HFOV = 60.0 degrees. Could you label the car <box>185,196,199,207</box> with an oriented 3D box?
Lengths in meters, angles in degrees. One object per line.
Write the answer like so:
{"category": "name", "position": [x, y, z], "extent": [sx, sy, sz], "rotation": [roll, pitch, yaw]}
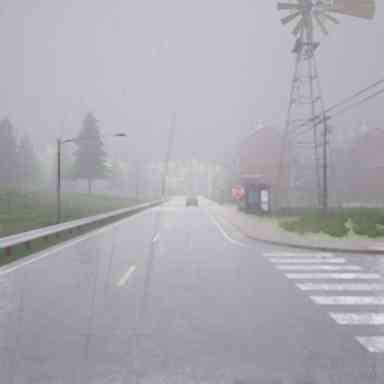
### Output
{"category": "car", "position": [-0.001, 1.500, 51.266], "extent": [2.128, 1.511, 4.902], "rotation": [0, 0, 0]}

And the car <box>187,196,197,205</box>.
{"category": "car", "position": [-0.001, 1.514, 61.643], "extent": [1.837, 1.490, 4.892], "rotation": [0, 0, 0]}
